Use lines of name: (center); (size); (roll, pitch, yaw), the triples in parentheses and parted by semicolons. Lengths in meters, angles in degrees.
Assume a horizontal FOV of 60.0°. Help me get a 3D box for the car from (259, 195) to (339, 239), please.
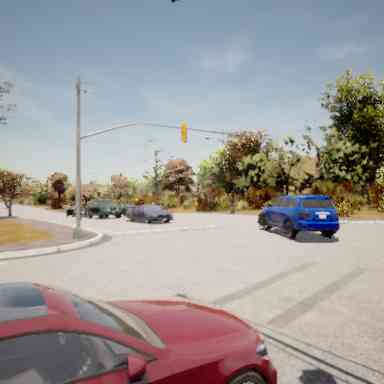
car: (5.408, 1.201, 17.526); (2.150, 2.045, 5.566); (1, 0, -9)

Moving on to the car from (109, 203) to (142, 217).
car: (-7.960, 2.147, 39.467); (2.128, 1.511, 4.902); (0, -3, -34)

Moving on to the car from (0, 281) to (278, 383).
car: (-1.347, 1.523, 2.684); (4.674, 1.442, 1.812); (0, 0, -35)

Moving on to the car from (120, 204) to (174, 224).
car: (-3.480, 1.687, 26.346); (2.033, 1.411, 5.357); (0, -1, -34)

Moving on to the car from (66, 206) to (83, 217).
car: (-14.944, 2.507, 43.186); (2.128, 1.511, 4.902); (0, -3, -34)

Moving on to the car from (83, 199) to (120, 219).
car: (-9.228, 1.728, 34.778); (2.150, 2.045, 5.566); (0, -3, -34)
